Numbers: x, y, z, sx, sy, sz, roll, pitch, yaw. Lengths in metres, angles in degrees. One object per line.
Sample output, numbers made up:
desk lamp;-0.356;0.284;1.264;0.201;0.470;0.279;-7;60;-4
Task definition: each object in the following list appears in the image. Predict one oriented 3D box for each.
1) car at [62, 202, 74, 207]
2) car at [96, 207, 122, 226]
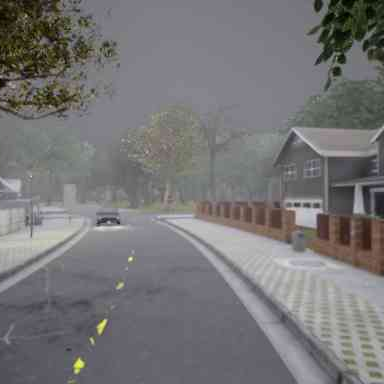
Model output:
car;-25.773;2.437;68.947;1.812;1.442;4.674;1;-1;-27
car;-6.901;1.925;27.544;2.033;1.411;5.357;0;-1;-15
